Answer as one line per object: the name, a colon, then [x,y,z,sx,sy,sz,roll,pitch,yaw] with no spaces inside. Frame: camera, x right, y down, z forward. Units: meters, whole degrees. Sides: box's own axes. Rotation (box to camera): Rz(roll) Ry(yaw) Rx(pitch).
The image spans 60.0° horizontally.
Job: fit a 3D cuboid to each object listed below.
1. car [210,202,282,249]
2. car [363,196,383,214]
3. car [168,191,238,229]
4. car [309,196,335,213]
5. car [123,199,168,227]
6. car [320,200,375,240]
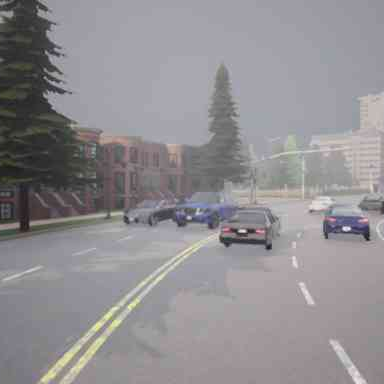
car: [2.565,1.349,13.700,2.033,1.411,5.357,0,1,20]
car: [16.021,1.077,29.110,2.128,1.511,4.902,1,1,37]
car: [1.043,0.941,19.416,2.150,2.045,5.566,0,1,26]
car: [11.618,1.110,29.070,1.812,1.442,4.674,1,1,36]
car: [-2.293,1.193,20.442,2.128,1.511,4.902,0,1,25]
car: [7.204,1.302,15.630,1.812,1.442,4.674,0,1,23]
